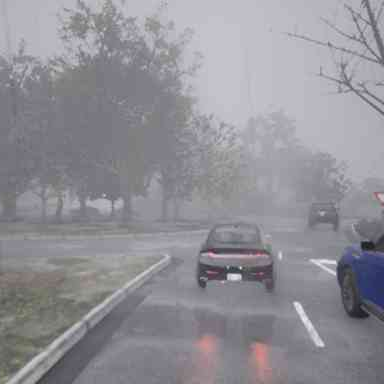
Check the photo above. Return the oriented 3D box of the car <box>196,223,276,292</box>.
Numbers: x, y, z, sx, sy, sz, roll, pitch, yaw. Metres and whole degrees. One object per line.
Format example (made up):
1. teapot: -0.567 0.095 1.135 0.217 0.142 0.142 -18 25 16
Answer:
1. car: 1.263 1.635 9.438 2.128 1.511 4.902 0 -1 9

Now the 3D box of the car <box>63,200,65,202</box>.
1. car: -35.835 2.366 88.630 1.946 1.575 5.366 1 1 -14

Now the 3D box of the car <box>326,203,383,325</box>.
1. car: 3.817 1.279 4.407 2.150 2.045 5.566 0 -1 5

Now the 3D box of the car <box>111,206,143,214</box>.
1. car: -11.246 3.177 57.881 5.357 1.411 2.033 0 -2 -1

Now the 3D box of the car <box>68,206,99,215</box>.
1. car: -17.381 2.994 53.393 4.674 1.442 1.812 1 -2 -19

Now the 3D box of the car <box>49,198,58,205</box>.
1. car: -34.554 2.524 83.260 1.946 1.575 5.366 1 2 -13

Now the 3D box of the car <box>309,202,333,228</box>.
1. car: 11.126 1.899 27.863 2.150 2.045 5.566 -1 -2 26
